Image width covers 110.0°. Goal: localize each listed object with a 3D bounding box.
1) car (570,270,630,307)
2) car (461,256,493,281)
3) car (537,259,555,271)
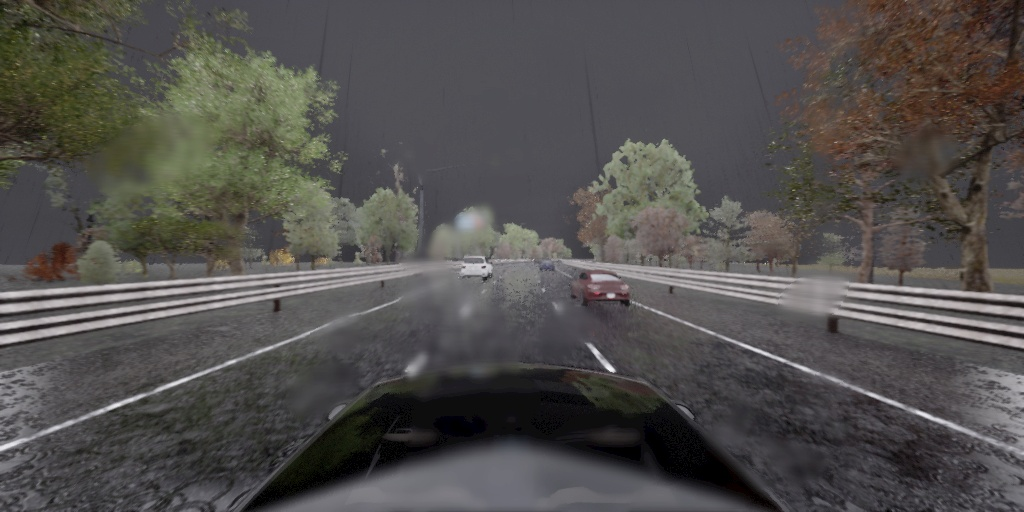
[{"bbox_3d":[3.704,1.318,15.592,1.812,1.442,4.674,0,0,1],"label":"car"},{"bbox_3d":[-2.936,1.029,30.695,2.150,2.045,5.566,0,0,2],"label":"car"},{"bbox_3d":[5.008,1.245,51.626,2.097,1.767,4.553,0,0,4],"label":"car"}]
